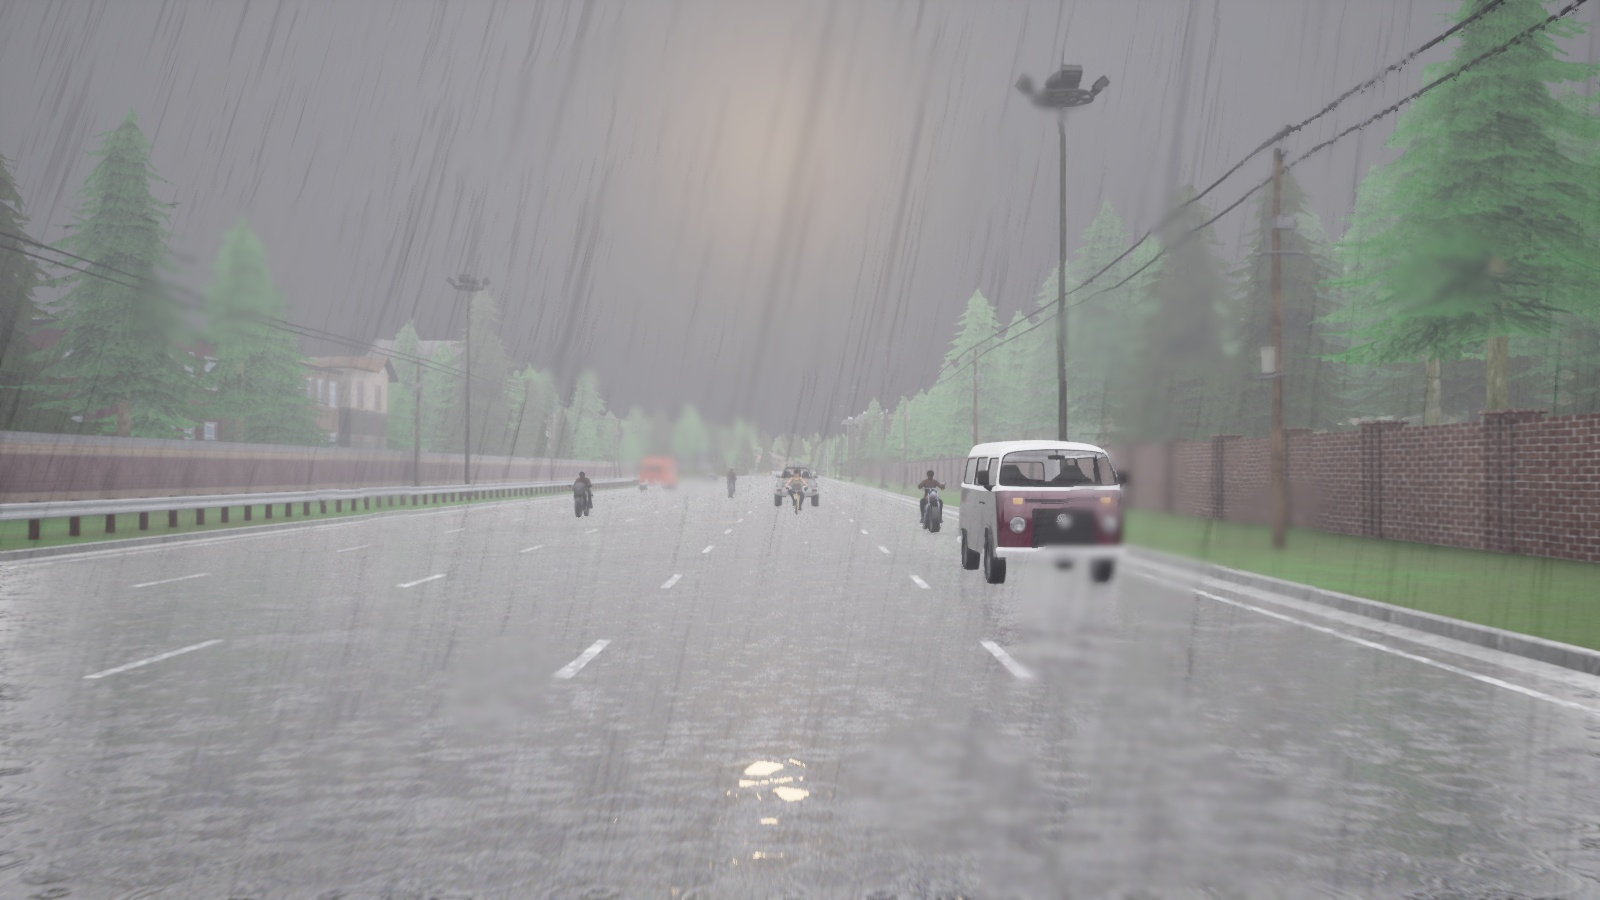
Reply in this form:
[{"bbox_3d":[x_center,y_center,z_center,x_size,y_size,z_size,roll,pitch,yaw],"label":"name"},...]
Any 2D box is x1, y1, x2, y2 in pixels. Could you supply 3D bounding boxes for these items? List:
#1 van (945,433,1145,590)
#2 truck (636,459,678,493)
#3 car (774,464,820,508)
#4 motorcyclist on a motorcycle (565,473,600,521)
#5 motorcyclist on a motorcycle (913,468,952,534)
[{"bbox_3d":[3.454,0.836,18.613,2.069,2.038,4.480,0,-1,0],"label":"van"},{"bbox_3d":[-10.729,1.957,94.619,2.627,2.467,5.204,0,-1,0],"label":"truck"},{"bbox_3d":[-0.135,1.568,55.906,1.932,1.855,4.605,0,-1,0],"label":"car"},{"bbox_3d":[-7.099,1.513,41.083,0.797,1.523,2.044,0,-1,0],"label":"motorcyclist on a motorcycle"},{"bbox_3d":[3.421,1.298,32.658,0.766,1.649,2.350,0,-1,0],"label":"motorcyclist on a motorcycle"}]
